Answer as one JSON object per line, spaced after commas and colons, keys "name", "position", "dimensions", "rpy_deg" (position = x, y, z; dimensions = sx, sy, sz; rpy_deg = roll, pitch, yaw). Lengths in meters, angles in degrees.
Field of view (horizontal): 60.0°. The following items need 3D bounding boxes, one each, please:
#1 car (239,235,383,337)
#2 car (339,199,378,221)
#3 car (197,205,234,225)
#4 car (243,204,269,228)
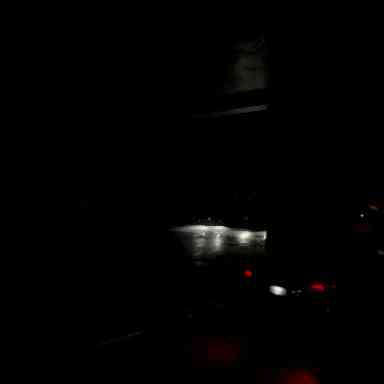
{"name": "car", "position": [2.833, 1.585, 6.867], "dimensions": [4.181, 1.385, 1.994], "rpy_deg": [0, 0, -45]}
{"name": "car", "position": [13.852, 1.575, 28.263], "dimensions": [1.837, 1.490, 4.892], "rpy_deg": [0, 0, 14]}
{"name": "car", "position": [1.834, 1.672, 24.789], "dimensions": [1.994, 1.385, 4.181], "rpy_deg": [0, 0, 19]}
{"name": "car", "position": [4.839, 1.563, 22.844], "dimensions": [1.882, 1.535, 5.008], "rpy_deg": [0, 0, 20]}
